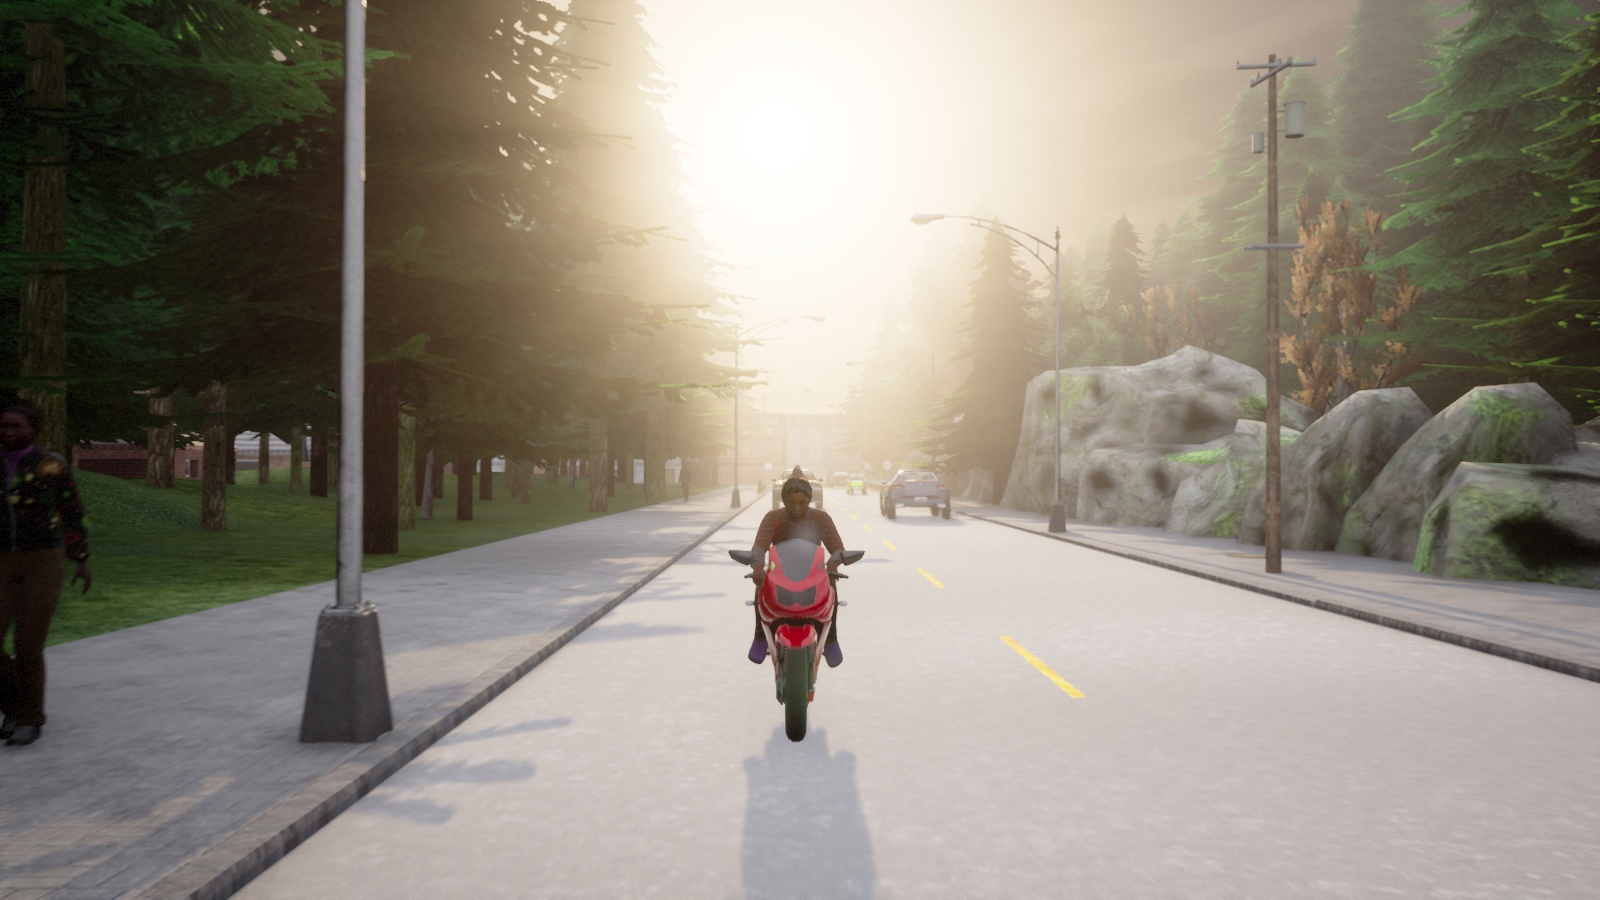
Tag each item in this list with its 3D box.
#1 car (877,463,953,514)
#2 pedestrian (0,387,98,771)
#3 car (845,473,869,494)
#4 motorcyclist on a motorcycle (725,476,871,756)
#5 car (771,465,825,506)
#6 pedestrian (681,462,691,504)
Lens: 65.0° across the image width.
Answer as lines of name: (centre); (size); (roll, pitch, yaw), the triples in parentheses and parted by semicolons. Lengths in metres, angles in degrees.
car: (3.924, 1.306, 43.529); (2.152, 1.651, 5.027); (0, -1, 0)
pedestrian: (-4.095, 0.652, 6.666); (0.395, 1.930, 0.692); (0, -1, -7)
car: (3.853, 2.279, 85.108); (1.481, 1.376, 2.207); (0, -1, 0)
motorcyclist on a motorcycle: (-0.014, 0.929, 7.909); (0.797, 1.523, 2.044); (0, -1, 0)
car: (-0.092, 1.480, 52.975); (2.152, 1.651, 5.027); (0, -1, 0)
pedestrian: (-5.314, 1.528, 58.663); (0.423, 1.949, 0.788); (0, -1, 0)
